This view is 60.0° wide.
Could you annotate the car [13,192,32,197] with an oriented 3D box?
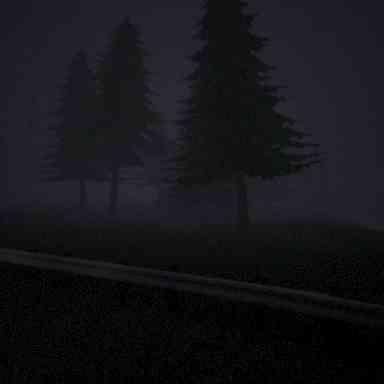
[{"bbox_3d":[-39.010,1.093,76.809,2.150,2.045,5.566,0,0,1],"label":"car"}]
